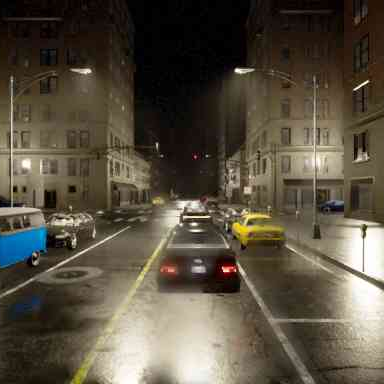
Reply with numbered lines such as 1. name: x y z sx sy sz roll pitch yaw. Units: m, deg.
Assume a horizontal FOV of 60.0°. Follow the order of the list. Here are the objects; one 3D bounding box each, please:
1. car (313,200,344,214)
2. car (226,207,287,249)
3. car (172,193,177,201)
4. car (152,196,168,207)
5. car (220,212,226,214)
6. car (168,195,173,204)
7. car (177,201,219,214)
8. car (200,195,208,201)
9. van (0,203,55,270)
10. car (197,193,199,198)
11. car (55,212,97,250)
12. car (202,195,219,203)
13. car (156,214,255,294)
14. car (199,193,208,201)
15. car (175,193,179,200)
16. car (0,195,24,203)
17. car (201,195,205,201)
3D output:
1. car: 14.651 1.475 34.083 4.181 1.385 1.994 0 0 0
2. car: 2.699 1.525 14.255 1.752 1.417 4.829 0 0 0
3. car: -5.089 1.546 74.804 2.008 1.369 4.403 0 0 0
4. car: -5.181 1.525 51.909 1.752 1.417 4.829 0 0 0
5. car: 2.715 1.551 19.491 2.008 1.369 4.403 0 0 0
6. car: -5.134 1.564 63.442 1.947 1.339 4.313 0 0 0
7. car: 0.187 1.492 19.390 2.128 1.511 4.902 0 0 -2
8. car: 2.982 1.558 86.139 1.947 1.339 4.313 0 0 0
9. van: -5.359 1.341 8.710 1.690 1.788 3.998 0 0 0
10. car: 2.959 1.309 80.457 2.192 1.841 5.009 0 0 0
11. car: -5.336 1.551 14.116 2.008 1.369 4.403 0 0 0
12. car: 2.822 1.551 46.367 2.008 1.369 4.403 0 0 0
13. car: 0.133 1.547 8.943 2.033 1.411 5.357 0 0 0
14. car: 2.913 1.437 69.094 1.967 1.590 4.097 0 0 0
15. car: -5.043 1.432 86.166 1.967 1.590 4.097 0 0 0
16. car: -18.276 1.316 31.214 5.566 2.045 2.150 0 0 0
17. car: 2.845 1.582 52.048 1.802 1.307 4.206 0 0 0
